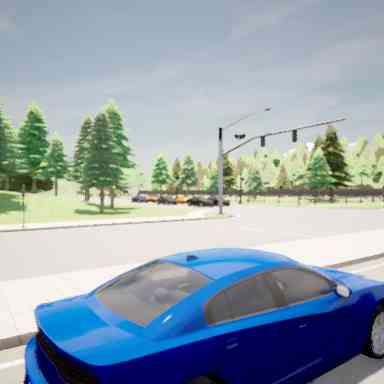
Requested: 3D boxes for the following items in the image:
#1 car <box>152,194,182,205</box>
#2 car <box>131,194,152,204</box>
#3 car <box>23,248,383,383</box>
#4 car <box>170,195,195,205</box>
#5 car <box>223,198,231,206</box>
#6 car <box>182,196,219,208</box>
[{"bbox_3d":[-4.232,1.423,55.611,1.837,1.490,4.892,0,0,-35],"label":"car"},{"bbox_3d":[-10.063,1.422,64.029,1.837,1.490,4.892,0,0,-35],"label":"car"},{"bbox_3d":[0.673,1.469,4.227,5.008,1.535,1.882,0,0,-35],"label":"car"},{"bbox_3d":[-1.711,1.385,58.126,1.882,1.535,5.008,0,0,-35],"label":"car"},{"bbox_3d":[3.767,1.386,50.274,1.882,1.535,5.008,0,0,-35],"label":"car"},{"bbox_3d":[1.150,1.396,47.907,1.882,1.535,5.008,0,0,-35],"label":"car"}]
